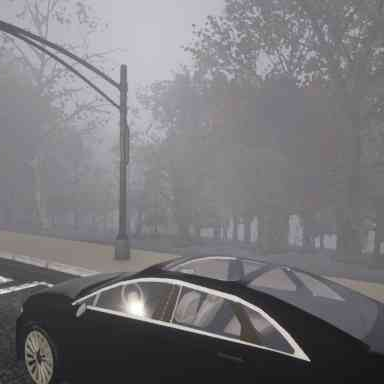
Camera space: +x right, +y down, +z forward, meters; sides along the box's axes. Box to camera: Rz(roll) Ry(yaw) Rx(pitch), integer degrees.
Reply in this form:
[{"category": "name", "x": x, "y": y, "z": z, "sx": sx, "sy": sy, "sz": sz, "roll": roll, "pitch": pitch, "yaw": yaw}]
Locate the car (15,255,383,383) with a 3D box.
[{"category": "car", "x": -0.017, "y": 1.491, "z": 3.712, "sx": 4.902, "sy": 1.511, "sz": 2.128, "roll": 0, "pitch": 0, "yaw": 34}]
